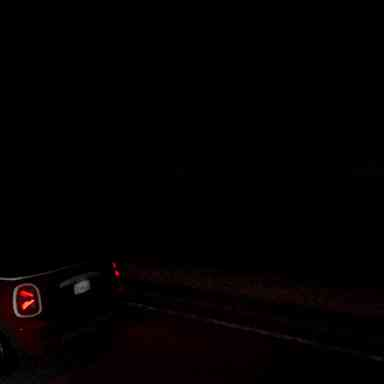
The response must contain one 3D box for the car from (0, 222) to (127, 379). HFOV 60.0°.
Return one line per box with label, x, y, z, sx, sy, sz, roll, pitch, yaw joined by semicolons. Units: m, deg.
car;-3.387;1.315;5.486;4.553;1.767;2.097;0;1;27
